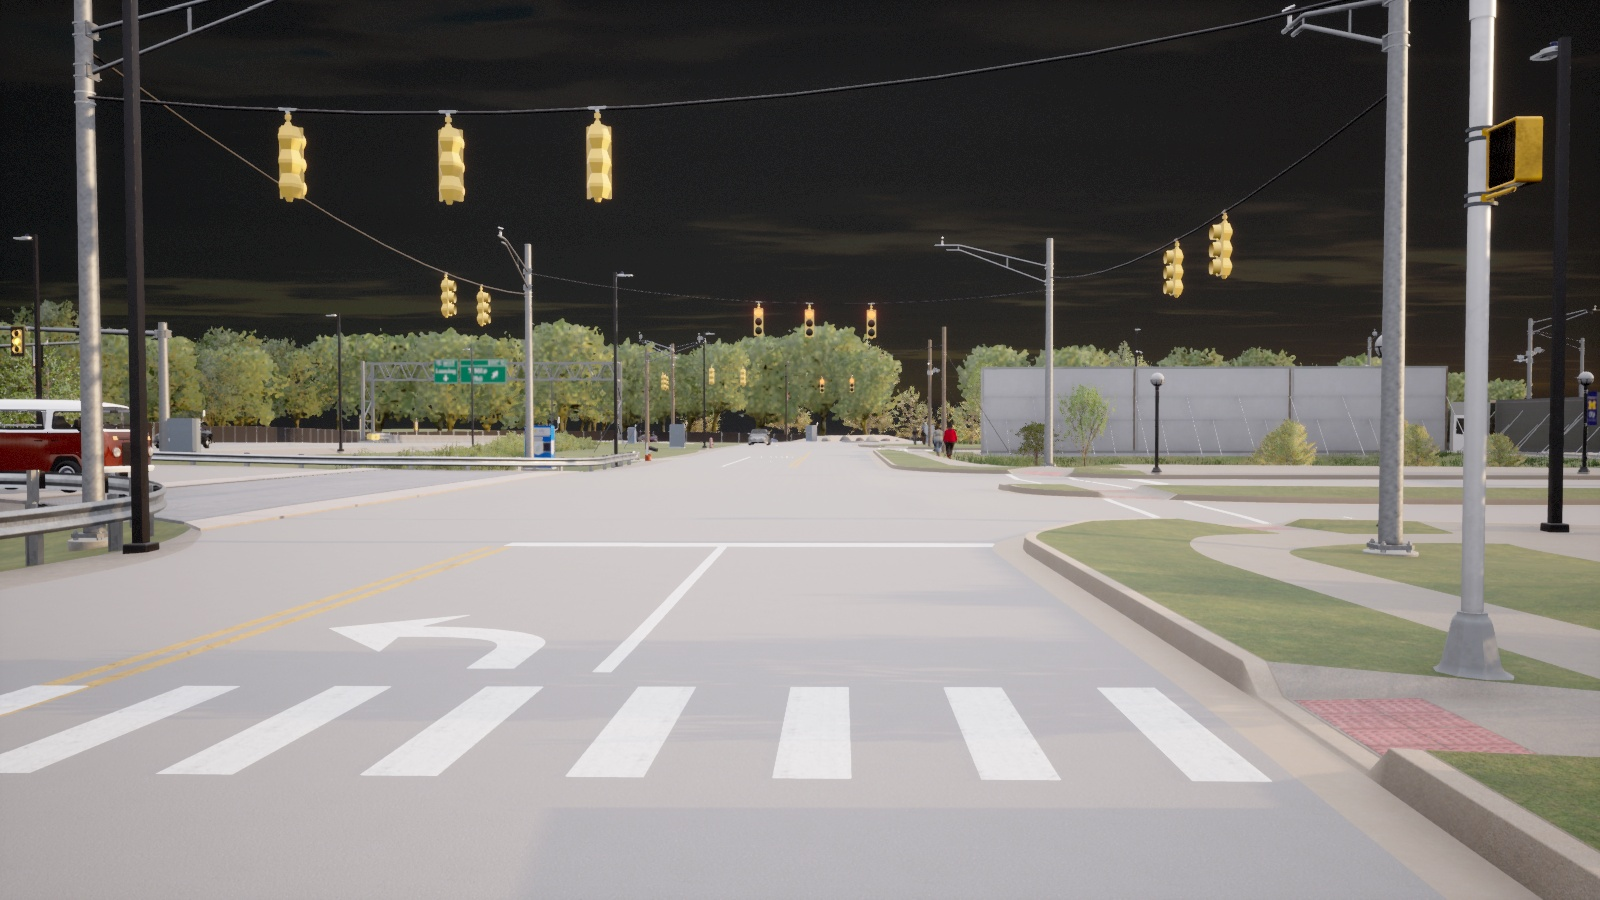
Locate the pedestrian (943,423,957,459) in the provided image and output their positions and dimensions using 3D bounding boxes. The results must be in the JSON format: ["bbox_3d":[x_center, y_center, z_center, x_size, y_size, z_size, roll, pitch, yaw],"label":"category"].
[{"bbox_3d":[7.792,-0.455,65.277,0.634,1.844,0.899,0,2,2],"label":"pedestrian"}]

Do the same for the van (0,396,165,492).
[{"bbox_3d":[-16.840,-0.136,27.853,4.480,2.038,2.069,0,1,5],"label":"van"}]

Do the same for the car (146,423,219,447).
[{"bbox_3d":[-39.441,-0.941,80.375,2.128,1.511,4.902,0,1,2],"label":"car"}]

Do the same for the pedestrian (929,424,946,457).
[{"bbox_3d":[7.784,-0.544,71.007,0.874,1.855,0.900,0,2,1],"label":"pedestrian"}]
